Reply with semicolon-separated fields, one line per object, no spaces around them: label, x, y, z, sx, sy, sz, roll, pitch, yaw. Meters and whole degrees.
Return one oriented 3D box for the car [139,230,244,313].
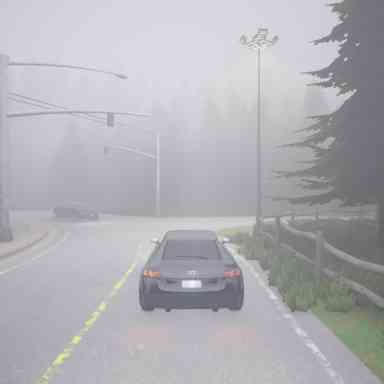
car;-0.029;1.564;7.775;1.994;1.385;4.181;0;0;-1

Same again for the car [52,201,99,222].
car;-9.266;1.505;26.293;4.892;1.490;1.837;0;1;40
